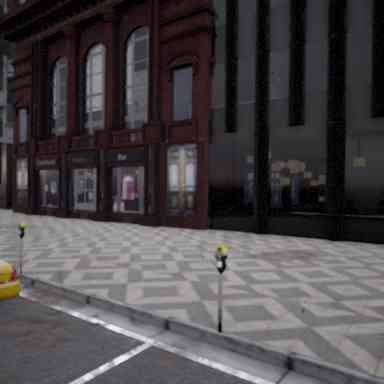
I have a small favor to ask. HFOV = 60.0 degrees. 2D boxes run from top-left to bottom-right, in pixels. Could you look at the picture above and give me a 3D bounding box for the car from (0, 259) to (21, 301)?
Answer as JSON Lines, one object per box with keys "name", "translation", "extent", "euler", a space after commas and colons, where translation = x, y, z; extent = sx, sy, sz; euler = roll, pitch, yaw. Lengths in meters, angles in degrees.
{"name": "car", "translation": [-5.374, 1.437, 6.789], "extent": [4.829, 1.417, 1.752], "euler": [1, 1, 35]}
